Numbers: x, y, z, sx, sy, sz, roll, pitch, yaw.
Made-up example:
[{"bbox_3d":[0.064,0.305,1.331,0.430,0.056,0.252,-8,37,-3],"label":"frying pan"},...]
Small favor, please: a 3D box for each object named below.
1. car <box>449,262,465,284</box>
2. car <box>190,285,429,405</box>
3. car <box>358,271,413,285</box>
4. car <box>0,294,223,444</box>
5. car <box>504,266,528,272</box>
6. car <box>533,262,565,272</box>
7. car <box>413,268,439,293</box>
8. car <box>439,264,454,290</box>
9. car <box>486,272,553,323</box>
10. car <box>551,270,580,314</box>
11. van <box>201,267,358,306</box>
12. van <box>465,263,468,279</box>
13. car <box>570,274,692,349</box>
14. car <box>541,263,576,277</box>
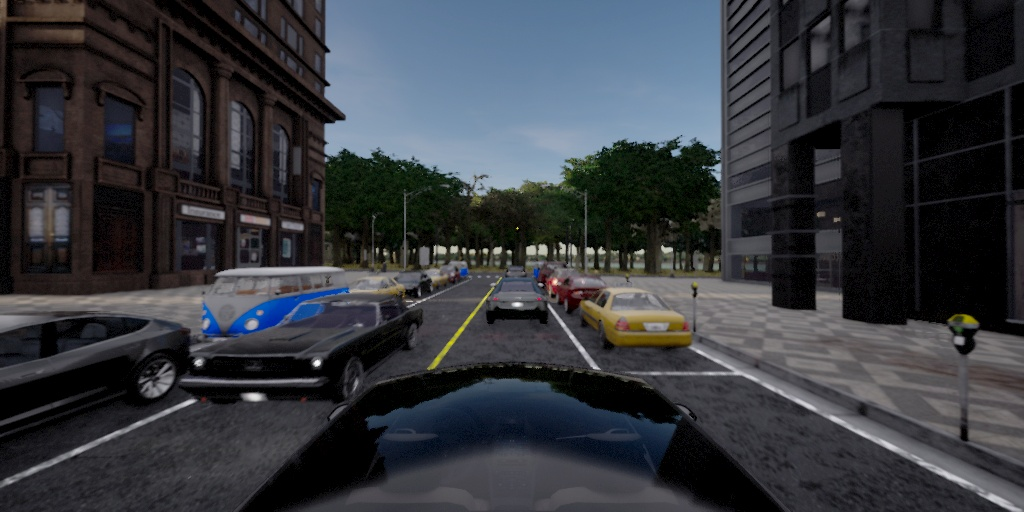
[{"bbox_3d":[-5.548,1.532,30.890,1.967,1.591,4.097,0,0,0],"label":"car"},{"bbox_3d":[-3.074,1.405,6.497,1.895,1.301,4.718,0,-1,0],"label":"car"},{"bbox_3d":[-5.675,1.424,14.410,1.751,1.417,4.829,0,0,0],"label":"car"},{"bbox_3d":[-5.758,1.337,3.705,1.948,1.339,4.313,0,0,0],"label":"car"},{"bbox_3d":[0.318,1.591,31.325,2.128,1.511,4.902,0,-1,1],"label":"car"},{"bbox_3d":[2.935,1.344,25.387,2.192,1.841,5.009,0,0,0],"label":"car"},{"bbox_3d":[-5.632,1.528,20.016,1.948,1.339,4.313,0,0,0],"label":"car"},{"bbox_3d":[-5.591,1.553,25.283,1.751,1.417,4.829,0,0,0],"label":"car"},{"bbox_3d":[0.174,1.443,12.718,1.994,1.385,4.181,0,-1,1],"label":"car"},{"bbox_3d":[2.851,1.445,14.513,1.888,1.381,4.507,0,0,0],"label":"car"},{"bbox_3d":[-5.716,1.176,9.142,1.690,1.789,3.998,0,0,0],"label":"van"},{"bbox_3d":[-5.506,1.498,36.327,1.690,1.789,3.998,0,0,0],"label":"van"},{"bbox_3d":[2.810,1.362,9.246,1.751,1.417,4.829,0,0,0],"label":"car"},{"bbox_3d":[2.893,1.404,19.950,1.967,1.591,4.097,0,0,0],"label":"car"}]
